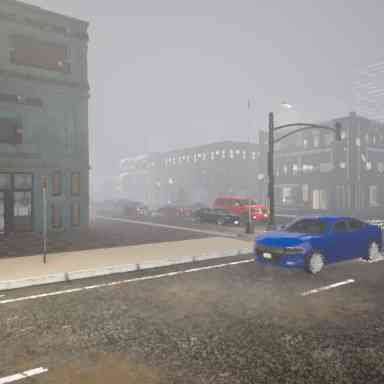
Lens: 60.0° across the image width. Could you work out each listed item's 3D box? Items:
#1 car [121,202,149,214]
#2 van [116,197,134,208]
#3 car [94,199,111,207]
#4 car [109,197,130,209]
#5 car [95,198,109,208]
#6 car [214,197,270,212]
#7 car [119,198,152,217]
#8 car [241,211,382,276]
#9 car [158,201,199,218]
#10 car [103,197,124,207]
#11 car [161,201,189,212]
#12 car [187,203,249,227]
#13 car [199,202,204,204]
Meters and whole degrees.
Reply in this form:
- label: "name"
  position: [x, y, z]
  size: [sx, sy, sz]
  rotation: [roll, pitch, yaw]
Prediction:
- label: "car"
  position: [-7.432, 2.011, 43.235]
  size: [1.994, 1.385, 4.181]
  rotation: [-1, 0, -35]
- label: "van"
  position: [-12.049, 1.906, 59.694]
  size: [1.690, 1.788, 3.998]
  rotation: [-1, 0, -35]
- label: "car"
  position: [-18.453, 2.227, 68.720]
  size: [1.887, 1.381, 4.507]
  rotation: [-1, 0, -35]
- label: "car"
  position: [-11.260, 1.891, 54.125]
  size: [2.097, 1.767, 4.553]
  rotation: [-1, 0, -35]
- label: "car"
  position: [-17.429, 2.252, 62.820]
  size: [1.895, 1.301, 4.718]
  rotation: [-1, 0, -35]
- label: "car"
  position: [3.933, 1.445, 27.199]
  size: [2.150, 2.045, 5.566]
  rotation: [-1, 0, -35]
- label: "car"
  position: [-6.060, 1.846, 36.788]
  size: [1.967, 1.590, 4.097]
  rotation: [-1, 0, -35]
- label: "car"
  position: [4.106, 1.476, 10.597]
  size: [5.008, 1.535, 1.882]
  rotation: [0, 0, -35]
- label: "car"
  position: [-1.718, 1.937, 35.168]
  size: [1.895, 1.301, 4.718]
  rotation: [-1, 0, -35]
- label: "car"
  position: [-15.254, 1.939, 64.207]
  size: [2.192, 1.841, 5.009]
  rotation: [-1, 0, -35]
- label: "car"
  position: [-2.429, 1.965, 46.155]
  size: [1.802, 1.307, 4.206]
  rotation: [-2, 0, -35]
- label: "car"
  position: [1.878, 1.814, 25.404]
  size: [1.947, 1.339, 4.313]
  rotation: [-1, 0, -35]
- label: "car"
  position: [0.775, 1.903, 41.643]
  size: [1.802, 1.307, 4.206]
  rotation: [-2, 0, -35]
